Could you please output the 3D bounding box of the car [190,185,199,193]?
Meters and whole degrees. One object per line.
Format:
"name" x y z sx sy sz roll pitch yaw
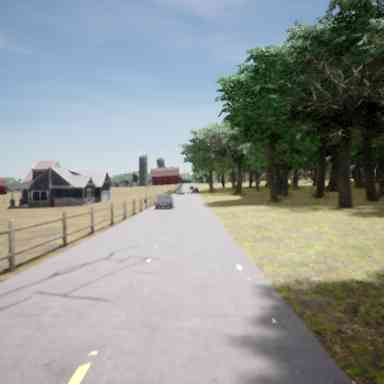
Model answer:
"car" 0.975 -0.497 92.259 1.812 1.442 4.674 0 2 0

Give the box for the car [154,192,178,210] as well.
"car" -2.839 1.052 35.404 1.837 1.490 4.892 0 1 0

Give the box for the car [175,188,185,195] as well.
"car" -2.740 -0.180 76.096 2.097 1.767 4.553 0 2 0
